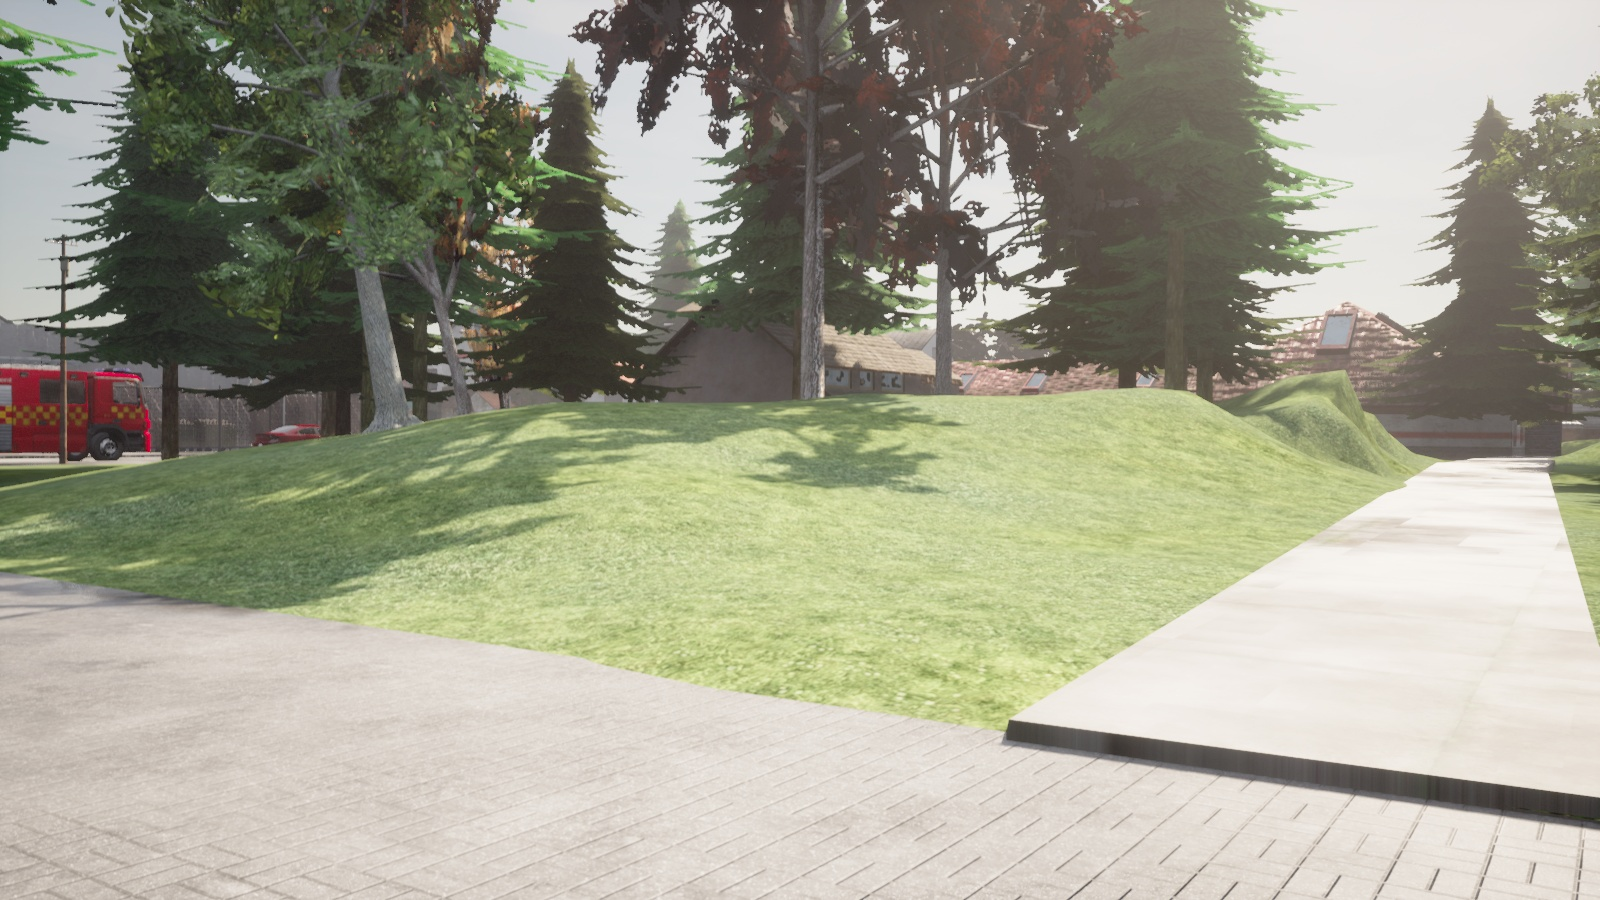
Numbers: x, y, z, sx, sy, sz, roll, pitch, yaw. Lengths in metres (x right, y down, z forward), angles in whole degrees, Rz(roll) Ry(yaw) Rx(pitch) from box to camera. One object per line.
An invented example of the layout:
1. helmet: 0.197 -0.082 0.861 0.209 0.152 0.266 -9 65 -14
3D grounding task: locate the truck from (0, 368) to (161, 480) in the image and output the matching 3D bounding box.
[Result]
1. truck: -27.945 -0.917 45.175 2.891 3.827 8.468 0 1 34

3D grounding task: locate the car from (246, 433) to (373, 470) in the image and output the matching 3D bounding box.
1. car: -21.414 0.032 55.023 1.882 1.535 5.008 0 1 33
